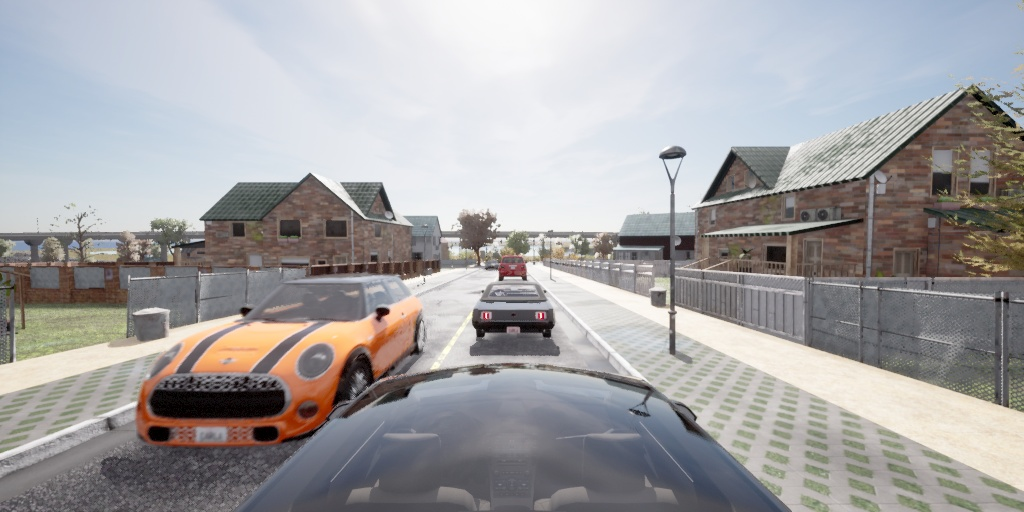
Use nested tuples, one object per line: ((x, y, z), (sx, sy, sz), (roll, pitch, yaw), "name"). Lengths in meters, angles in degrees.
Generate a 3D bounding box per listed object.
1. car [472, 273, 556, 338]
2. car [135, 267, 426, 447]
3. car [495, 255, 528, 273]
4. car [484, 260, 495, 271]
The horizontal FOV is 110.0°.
((0.054, 1.347, 10.137), (1.895, 1.301, 4.718), (0, 0, 0), "car")
((-2.853, 1.099, 5.644), (2.097, 1.767, 4.553), (0, 0, 0), "car")
((0.066, 0.970, 28.784), (2.150, 2.045, 5.566), (0, 0, 0), "car")
((-2.776, 1.313, 50.602), (1.837, 1.490, 4.892), (0, 0, 0), "car")
